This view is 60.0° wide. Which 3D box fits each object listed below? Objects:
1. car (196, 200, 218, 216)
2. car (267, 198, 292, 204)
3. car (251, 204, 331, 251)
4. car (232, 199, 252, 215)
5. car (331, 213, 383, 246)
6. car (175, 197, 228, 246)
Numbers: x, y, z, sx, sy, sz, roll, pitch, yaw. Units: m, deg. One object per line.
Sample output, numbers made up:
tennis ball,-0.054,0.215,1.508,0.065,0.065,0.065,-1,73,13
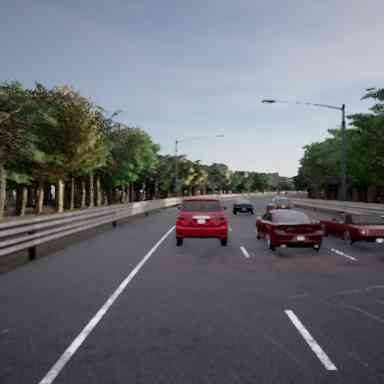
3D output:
car,1.585,1.568,33.109,1.994,1.385,4.181,0,0,5
car,8.571,1.361,32.610,2.097,1.767,4.553,0,0,5
car,3.927,1.481,14.205,1.882,1.535,5.008,0,0,2
car,5.196,1.485,34.307,1.882,1.535,5.008,0,0,5
car,7.464,1.607,15.266,1.895,1.301,4.718,0,0,2
car,0.468,1.221,15.509,2.150,2.045,5.566,0,0,2
